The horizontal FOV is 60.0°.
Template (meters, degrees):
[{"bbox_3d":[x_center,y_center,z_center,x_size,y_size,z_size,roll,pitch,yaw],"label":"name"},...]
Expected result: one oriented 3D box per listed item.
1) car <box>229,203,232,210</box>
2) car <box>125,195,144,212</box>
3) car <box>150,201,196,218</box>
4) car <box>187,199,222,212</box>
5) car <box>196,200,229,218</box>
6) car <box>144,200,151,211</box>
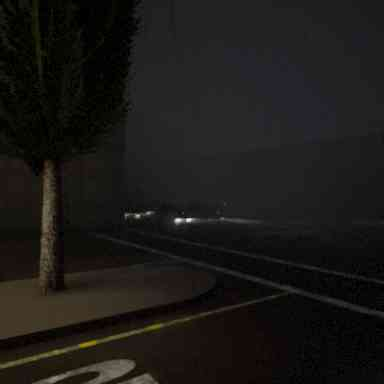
[{"bbox_3d":[3.836,1.872,48.498,1.812,1.442,4.674,1,0,-35],"label":"car"},{"bbox_3d":[-8.521,1.411,41.416,2.150,2.045,5.566,1,0,-35],"label":"car"},{"bbox_3d":[-1.923,1.752,31.992,1.994,1.385,4.181,1,0,-35],"label":"car"},{"bbox_3d":[1.636,1.799,45.562,2.128,1.511,4.902,1,0,-35],"label":"car"},{"bbox_3d":[1.076,1.718,33.810,2.128,1.511,4.902,1,0,-35],"label":"car"},{"bbox_3d":[-6.029,1.793,43.971,1.994,1.385,4.181,1,0,-34],"label":"car"}]
